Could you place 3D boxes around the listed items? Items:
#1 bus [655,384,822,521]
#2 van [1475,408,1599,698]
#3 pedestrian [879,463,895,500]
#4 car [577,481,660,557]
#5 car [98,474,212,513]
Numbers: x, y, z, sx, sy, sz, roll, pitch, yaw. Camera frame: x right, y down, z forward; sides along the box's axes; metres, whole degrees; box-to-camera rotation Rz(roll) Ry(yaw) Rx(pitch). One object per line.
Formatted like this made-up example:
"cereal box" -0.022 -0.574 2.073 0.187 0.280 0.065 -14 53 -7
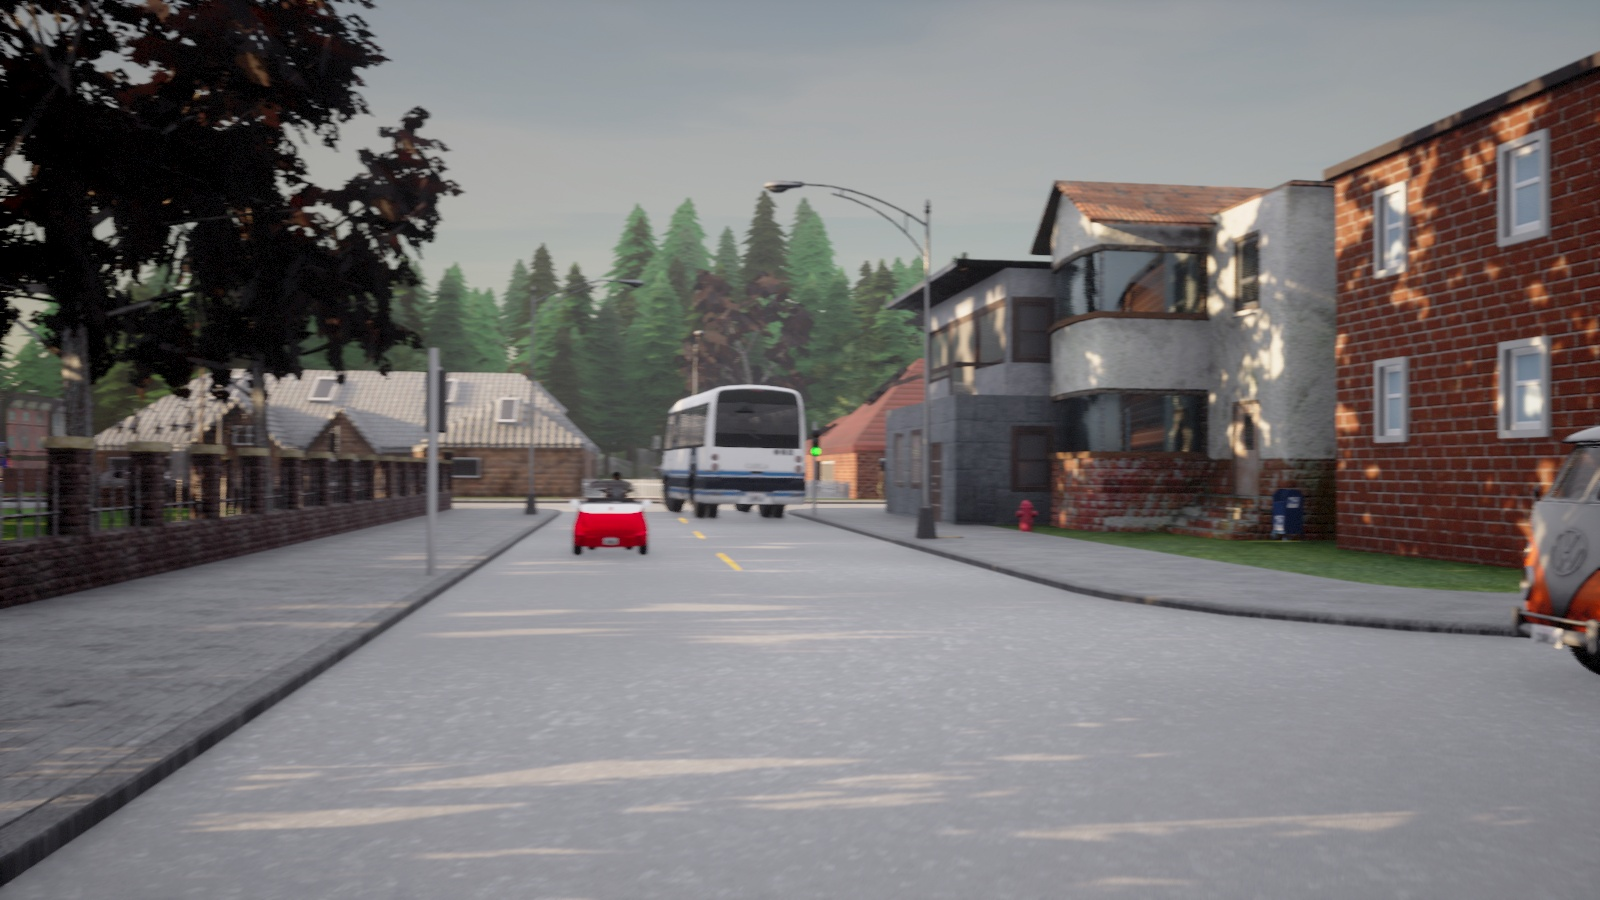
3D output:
"bus" -2.476 0.192 44.480 3.944 4.253 10.273 1 -1 -14
"van" 7.649 0.709 9.260 4.442 1.987 1.775 0 -1 -5
"pedestrian" 4.403 1.586 63.489 0.703 1.840 0.431 0 -1 -10
"car" -3.463 1.279 23.944 1.481 1.376 2.207 0 -1 -8
"car" -25.835 1.725 50.405 3.633 1.501 1.845 0 -1 -9
